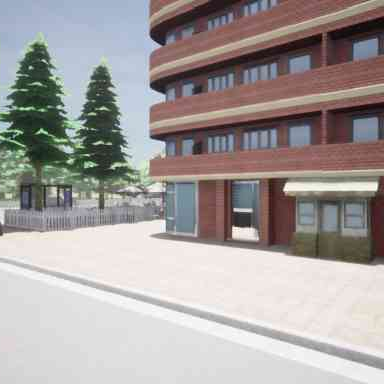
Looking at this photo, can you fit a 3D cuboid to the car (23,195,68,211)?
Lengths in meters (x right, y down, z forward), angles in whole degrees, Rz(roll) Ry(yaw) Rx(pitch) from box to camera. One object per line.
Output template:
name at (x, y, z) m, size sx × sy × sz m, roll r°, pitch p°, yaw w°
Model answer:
car at (-17.779, 1.297, 40.472) m, size 2.097 × 1.767 × 4.553 m, roll 0°, pitch 0°, yaw 38°

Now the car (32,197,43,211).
car at (-16.347, 1.507, 36.617) m, size 1.994 × 1.385 × 4.181 m, roll 0°, pitch 0°, yaw 38°
